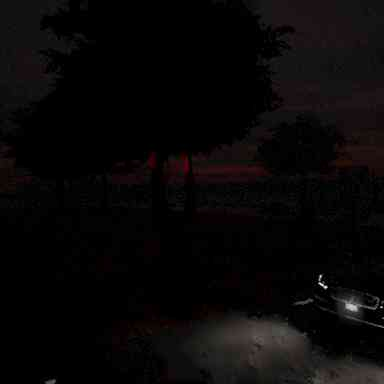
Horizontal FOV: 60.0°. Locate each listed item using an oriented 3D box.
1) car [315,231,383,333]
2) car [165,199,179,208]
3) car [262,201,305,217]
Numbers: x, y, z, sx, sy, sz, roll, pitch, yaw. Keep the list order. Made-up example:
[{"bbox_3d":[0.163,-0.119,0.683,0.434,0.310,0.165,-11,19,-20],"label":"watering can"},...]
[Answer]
[{"bbox_3d":[4.366,1.500,6.420,4.892,1.490,1.837,1,0,-36],"label":"car"},{"bbox_3d":[-3.983,2.079,58.551,1.837,1.490,4.892,-3,0,-29],"label":"car"},{"bbox_3d":[9.666,1.690,35.398,1.882,1.535,5.008,-3,1,-32],"label":"car"}]
